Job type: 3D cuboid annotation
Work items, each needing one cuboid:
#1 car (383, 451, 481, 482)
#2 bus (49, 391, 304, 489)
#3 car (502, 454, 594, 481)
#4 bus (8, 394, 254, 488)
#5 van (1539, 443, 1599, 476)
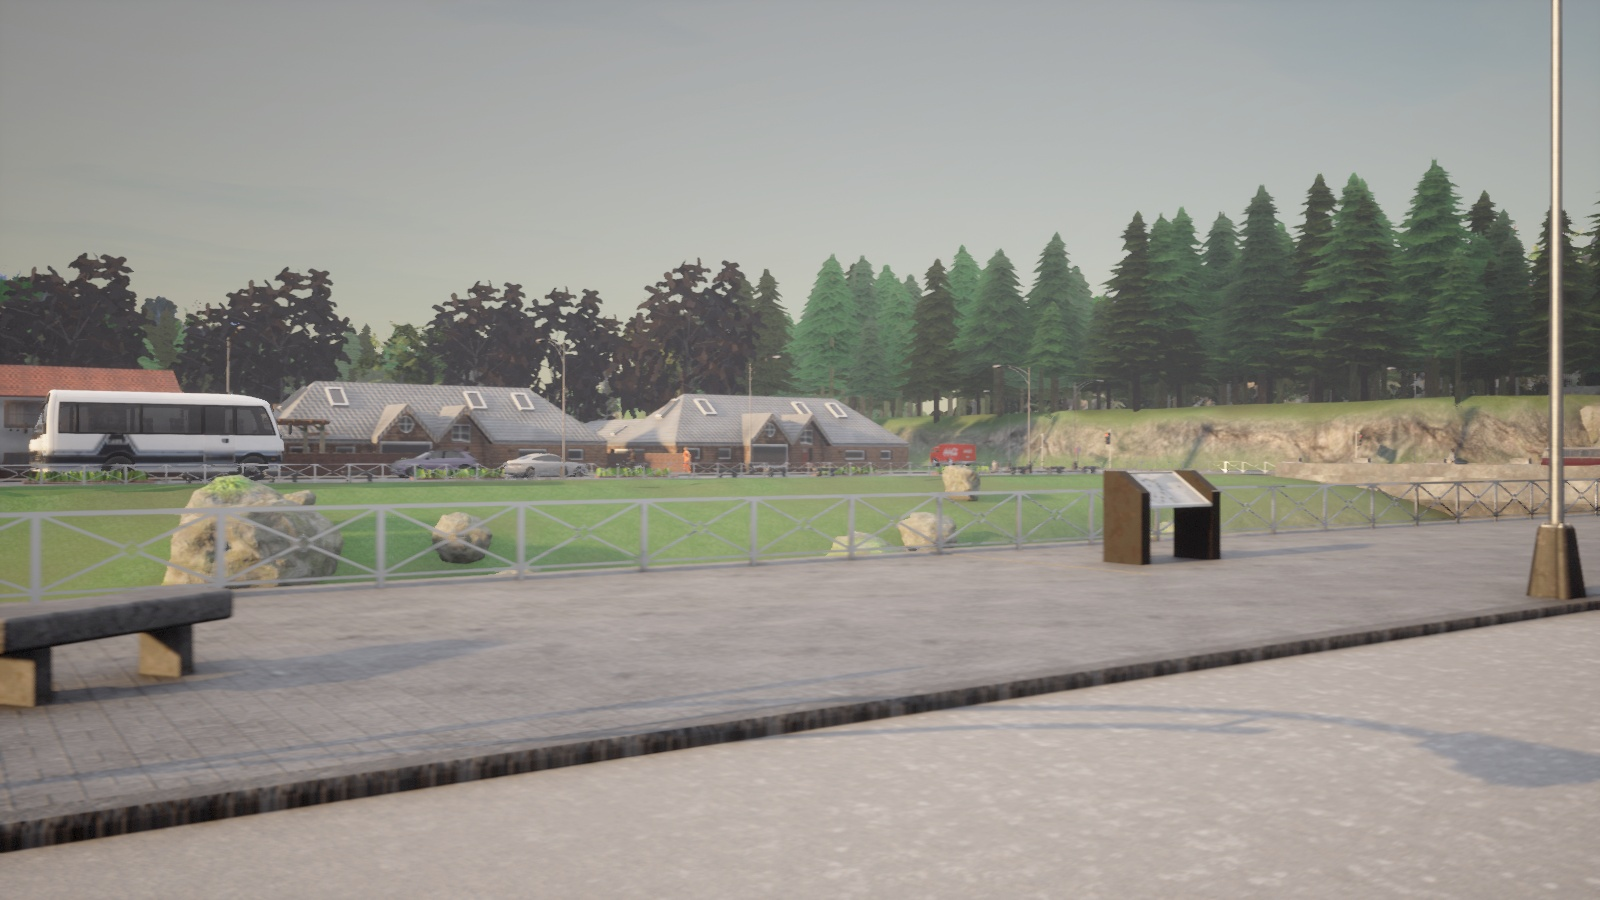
[{"bbox_3d":[-20.487,0.890,70.022,4.856,1.649,2.033,0,0,-35],"label":"car"},{"bbox_3d":[-29.213,-0.425,59.074,10.273,4.253,3.944,0,0,-34],"label":"bus"},{"bbox_3d":[-13.976,0.971,69.678,4.674,1.442,1.812,0,0,-35],"label":"car"},{"bbox_3d":[-32.667,-0.412,61.549,10.273,4.253,3.944,0,0,-35],"label":"bus"},{"bbox_3d":[48.652,0.586,77.996,1.775,1.987,4.442,0,0,-35],"label":"van"}]
